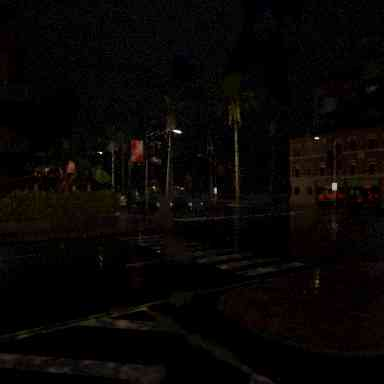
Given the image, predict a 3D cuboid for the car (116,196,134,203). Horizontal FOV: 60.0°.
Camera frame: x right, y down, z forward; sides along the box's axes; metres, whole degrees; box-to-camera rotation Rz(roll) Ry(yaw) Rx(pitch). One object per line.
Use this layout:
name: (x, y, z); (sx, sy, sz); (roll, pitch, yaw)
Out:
car: (-13.873, 1.522, 68.696); (1.812, 1.442, 4.674); (0, 0, -39)

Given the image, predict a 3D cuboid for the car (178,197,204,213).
car: (-0.581, 1.352, 37.825); (2.097, 1.767, 4.553); (0, 0, -35)

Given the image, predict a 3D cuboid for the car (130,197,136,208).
car: (-6.585, 1.601, 46.364); (1.895, 1.301, 4.718); (0, 0, -35)

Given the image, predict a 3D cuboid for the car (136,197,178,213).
car: (-3.905, 1.351, 36.462); (2.097, 1.767, 4.553); (0, 0, -35)
